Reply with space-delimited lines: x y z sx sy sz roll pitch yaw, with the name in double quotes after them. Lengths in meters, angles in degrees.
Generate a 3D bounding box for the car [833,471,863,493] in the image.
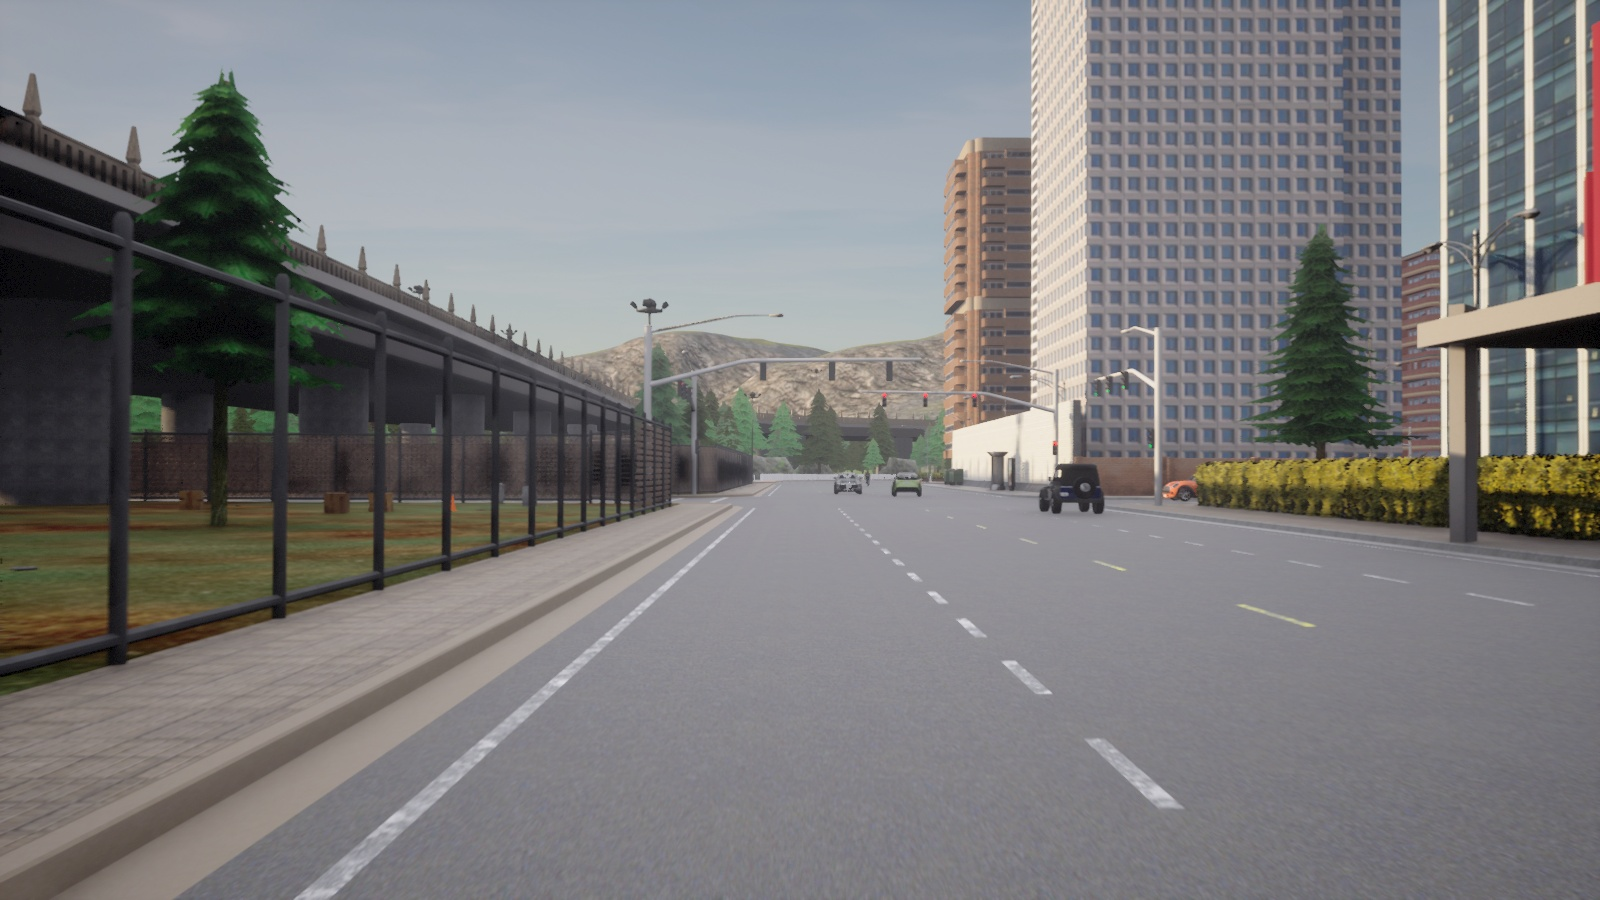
3.288 2.214 86.459 1.970 1.475 3.806 0 -1 0 "car"

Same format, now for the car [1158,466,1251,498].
22.873 1.827 71.101 4.553 1.767 2.097 0 -1 0 "car"

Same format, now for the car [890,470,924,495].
6.770 2.070 79.814 2.007 1.525 4.514 0 -1 3 "car"

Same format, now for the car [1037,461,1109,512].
10.380 1.373 48.040 1.905 1.878 3.866 0 -1 0 "car"
